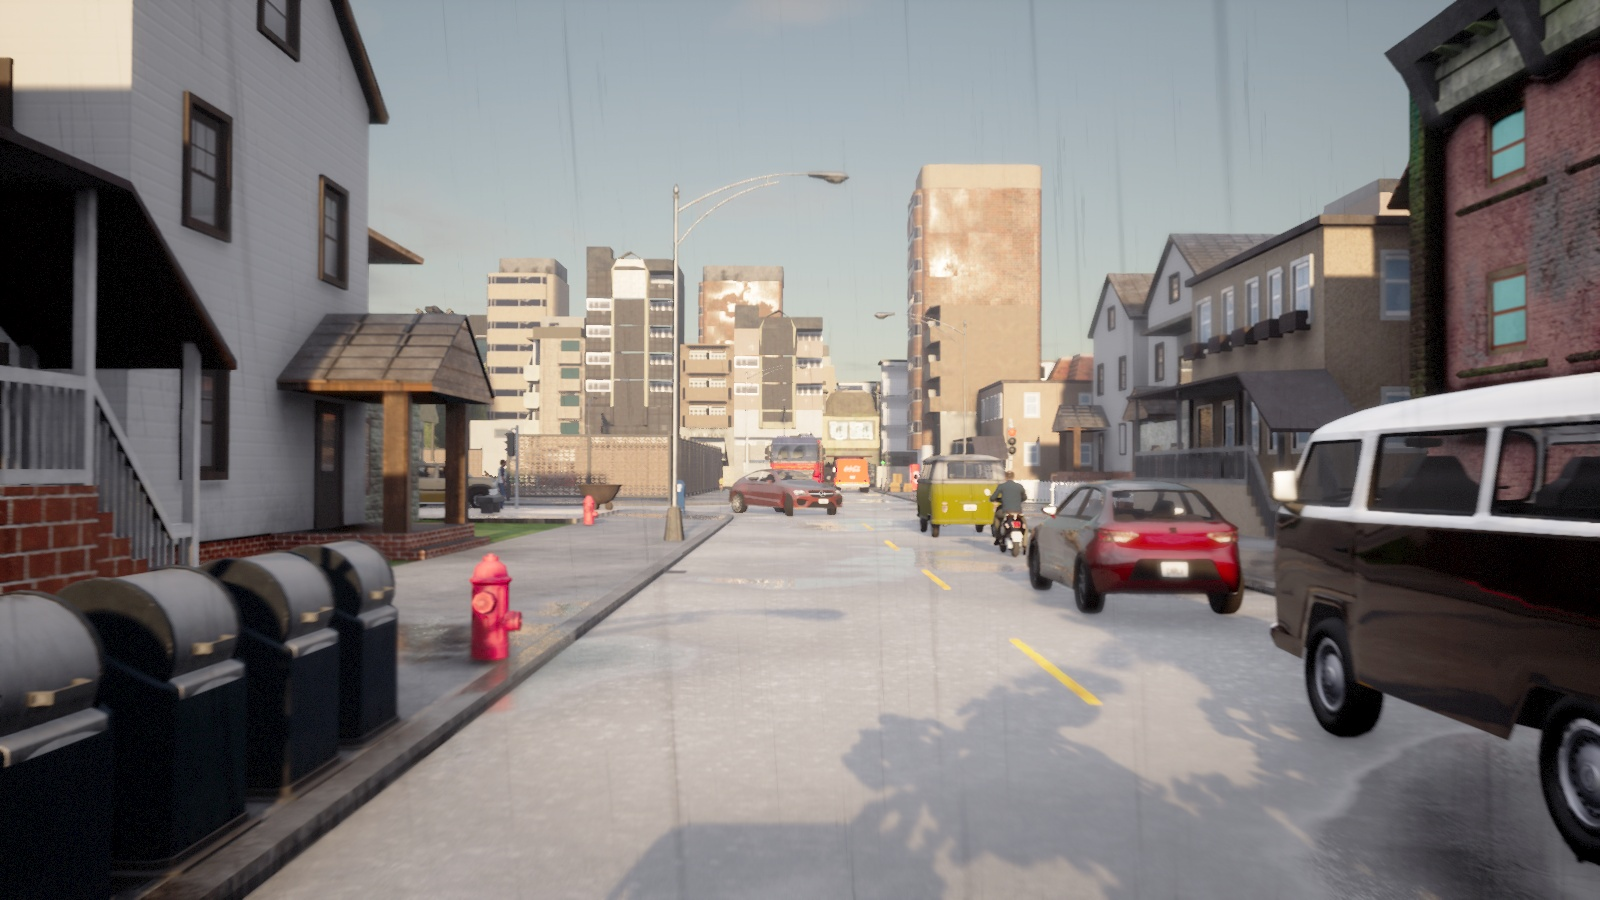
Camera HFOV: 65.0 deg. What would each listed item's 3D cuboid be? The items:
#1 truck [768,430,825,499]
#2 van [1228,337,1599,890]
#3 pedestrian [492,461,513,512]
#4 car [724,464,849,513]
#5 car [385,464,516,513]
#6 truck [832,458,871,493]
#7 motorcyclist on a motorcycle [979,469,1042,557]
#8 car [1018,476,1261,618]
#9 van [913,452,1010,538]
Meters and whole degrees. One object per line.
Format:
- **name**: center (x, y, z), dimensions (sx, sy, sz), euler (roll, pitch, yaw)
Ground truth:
- **truck**: center (-0.116, 0.887, 73.862), dimensions (2.891, 3.827, 8.468), euler (0, -1, 3)
- **van**: center (3.981, 0.629, 6.376), dimensions (2.069, 2.038, 4.480), euler (0, -1, 0)
- **pedestrian**: center (-10.693, 1.320, 45.193), dimensions (0.706, 1.836, 0.354), euler (0, -1, -18)
- **car**: center (-0.551, 1.355, 45.365), dimensions (2.152, 1.651, 5.027), euler (1, -1, -33)
- **car**: center (-13.591, 1.506, 49.005), dimensions (4.605, 1.855, 1.932), euler (0, -1, 0)
- **truck**: center (3.760, 1.867, 92.809), dimensions (2.627, 2.467, 5.204), euler (0, -1, 0)
- **motorcyclist on a motorcycle**: center (3.939, 1.148, 23.664), dimensions (0.866, 1.590, 1.817), euler (0, -1, 0)
- **car**: center (3.960, 1.070, 15.405), dimensions (1.816, 1.474, 4.193), euler (0, -1, 0)
- **van**: center (3.928, 1.074, 31.226), dimensions (1.775, 1.987, 4.442), euler (0, -1, -1)
